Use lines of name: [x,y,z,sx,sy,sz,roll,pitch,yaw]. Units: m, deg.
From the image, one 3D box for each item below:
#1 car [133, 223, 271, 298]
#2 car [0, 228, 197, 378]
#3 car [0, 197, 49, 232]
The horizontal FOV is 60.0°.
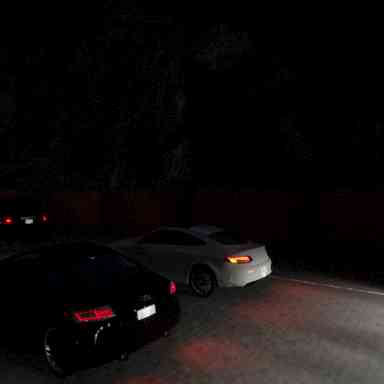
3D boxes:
car: [-0.320,1.526,8.525,4.674,1.442,1.812,0,0,36]
car: [-2.234,1.564,5.591,4.181,1.385,1.994,0,0,36]
car: [-8.418,1.222,14.314,5.566,2.045,2.150,0,0,36]
